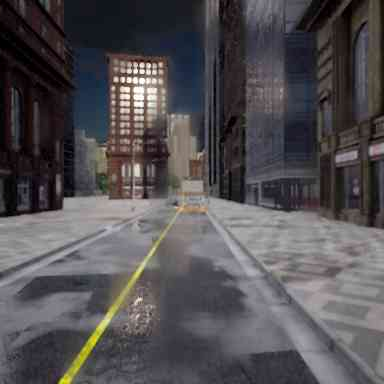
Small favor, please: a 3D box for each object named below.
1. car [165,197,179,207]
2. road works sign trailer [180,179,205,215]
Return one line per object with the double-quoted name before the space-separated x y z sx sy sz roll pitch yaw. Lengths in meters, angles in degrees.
"car" -3.059 1.552 51.753 1.837 1.490 4.892 0 -1 0
"road works sign trailer" 0.004 0.481 33.610 2.380 3.560 2.880 0 0 0
